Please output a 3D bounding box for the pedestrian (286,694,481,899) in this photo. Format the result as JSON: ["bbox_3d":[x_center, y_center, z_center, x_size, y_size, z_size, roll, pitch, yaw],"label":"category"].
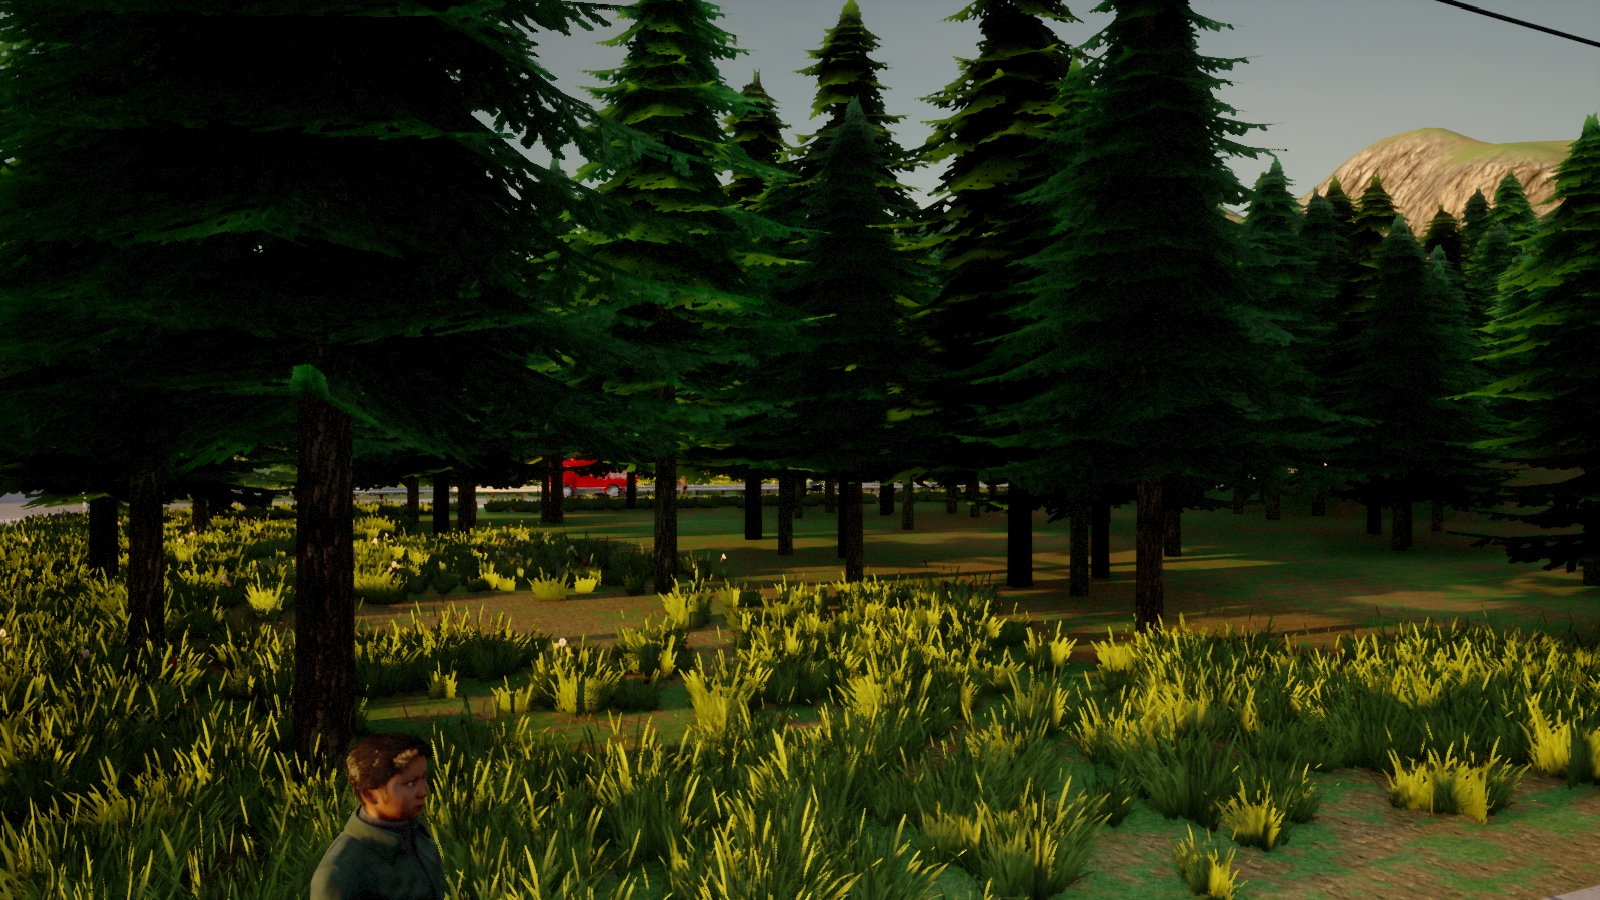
[{"bbox_3d":[-1.160,1.663,3.215,0.375,1.860,0.375,0,0,11],"label":"pedestrian"}]
